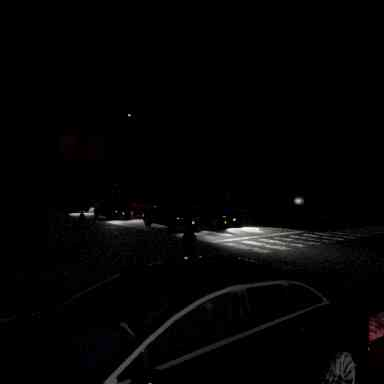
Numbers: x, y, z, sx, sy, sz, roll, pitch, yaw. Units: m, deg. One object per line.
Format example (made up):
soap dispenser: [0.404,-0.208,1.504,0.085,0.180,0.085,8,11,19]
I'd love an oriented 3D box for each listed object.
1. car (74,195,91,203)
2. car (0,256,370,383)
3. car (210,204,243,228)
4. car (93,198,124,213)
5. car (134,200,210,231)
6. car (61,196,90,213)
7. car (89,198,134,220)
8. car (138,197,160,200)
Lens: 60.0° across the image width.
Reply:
car: [-21.966,1.366,66.437,1.882,1.535,5.008,0,0,-36]
car: [-0.190,1.491,3.236,4.902,1.511,2.128,0,0,-35]
car: [1.476,1.537,22.328,1.994,1.385,4.181,0,0,-36]
car: [-9.475,1.471,37.590,1.812,1.442,4.674,0,0,-36]
car: [-1.376,1.469,20.730,2.128,1.511,4.902,0,0,-36]
car: [-13.090,1.494,37.031,2.033,1.411,5.357,0,0,-36]
car: [-6.869,1.468,28.376,1.837,1.490,4.892,0,0,-36]
car: [-3.511,1.312,29.272,2.097,1.767,4.553,0,0,-36]
